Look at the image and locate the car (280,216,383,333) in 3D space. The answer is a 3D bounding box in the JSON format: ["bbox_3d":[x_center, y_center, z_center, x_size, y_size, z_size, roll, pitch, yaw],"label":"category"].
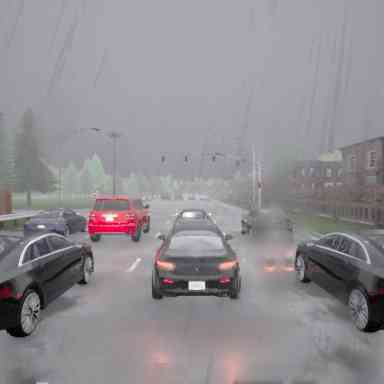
[{"bbox_3d":[3.585,1.491,6.769,2.128,1.511,4.902,0,0,0],"label":"car"}]

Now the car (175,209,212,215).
[{"bbox_3d":[0.062,1.564,17.063,1.994,1.385,4.181,0,0,0],"label":"car"}]

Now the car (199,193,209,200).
[{"bbox_3d":[3.378,1.217,89.825,2.150,2.045,5.566,0,0,0],"label":"car"}]

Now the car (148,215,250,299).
[{"bbox_3d":[0.085,1.526,8.315,1.812,1.442,4.674,0,0,0],"label":"car"}]

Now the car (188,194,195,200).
[{"bbox_3d":[-0.122,1.531,89.790,2.033,1.411,5.357,0,0,0],"label":"car"}]

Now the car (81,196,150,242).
[{"bbox_3d":[-3.435,1.221,16.541,2.150,2.045,5.566,0,0,0],"label":"car"}]

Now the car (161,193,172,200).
[{"bbox_3d":[-7.122,1.217,89.810,2.150,2.045,5.566,0,0,0],"label":"car"}]

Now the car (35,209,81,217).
[{"bbox_3d":[-6.936,1.564,17.315,1.994,1.385,4.181,0,0,0],"label":"car"}]

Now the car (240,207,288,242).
[{"bbox_3d":[3.561,1.505,16.273,1.837,1.490,4.892,0,0,0],"label":"car"}]

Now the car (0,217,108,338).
[{"bbox_3d":[-3.416,1.491,6.598,2.128,1.511,4.902,0,0,0],"label":"car"}]

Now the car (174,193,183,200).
[{"bbox_3d":[-3.622,1.217,89.815,2.150,2.045,5.566,0,0,0],"label":"car"}]
